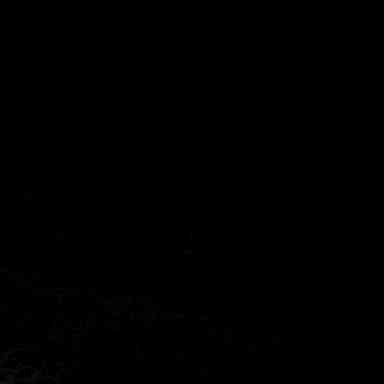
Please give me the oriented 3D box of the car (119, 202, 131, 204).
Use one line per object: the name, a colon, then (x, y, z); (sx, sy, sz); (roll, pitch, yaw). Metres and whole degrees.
car: (-10.507, 2.331, 52.049); (2.033, 1.411, 5.357); (0, 0, 36)
